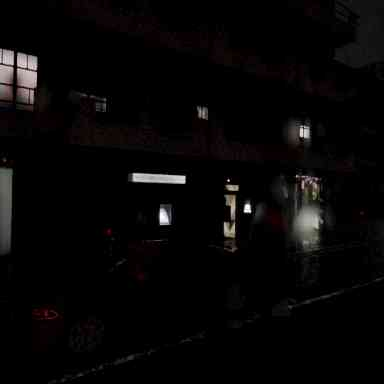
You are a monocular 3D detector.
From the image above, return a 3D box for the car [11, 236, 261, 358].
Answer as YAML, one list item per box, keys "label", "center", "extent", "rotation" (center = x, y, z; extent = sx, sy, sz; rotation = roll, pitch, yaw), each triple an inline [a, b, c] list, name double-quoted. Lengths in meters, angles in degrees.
- label: "car"
  center: [-0.725, 1.546, 6.030]
  extent: [4.507, 1.381, 1.887]
  rotation: [0, 1, -36]
